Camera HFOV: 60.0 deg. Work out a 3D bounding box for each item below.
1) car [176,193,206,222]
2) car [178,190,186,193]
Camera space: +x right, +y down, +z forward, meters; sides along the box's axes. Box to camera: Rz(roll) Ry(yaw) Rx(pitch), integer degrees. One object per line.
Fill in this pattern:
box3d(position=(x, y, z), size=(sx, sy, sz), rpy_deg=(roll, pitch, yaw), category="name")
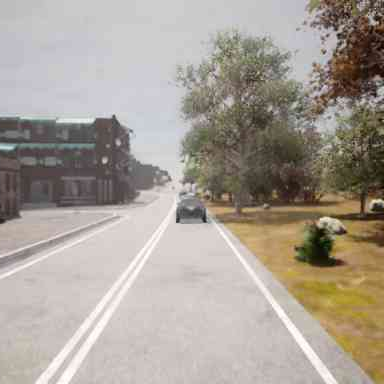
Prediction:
box3d(position=(-0.092, 1.152, 24.324), size=(2.097, 1.767, 4.553), rpy_deg=(0, 1, -1), category="car")
box3d(position=(-1.963, 0.374, 73.612), size=(1.837, 1.490, 4.892), rpy_deg=(0, 2, -3), category="car")
